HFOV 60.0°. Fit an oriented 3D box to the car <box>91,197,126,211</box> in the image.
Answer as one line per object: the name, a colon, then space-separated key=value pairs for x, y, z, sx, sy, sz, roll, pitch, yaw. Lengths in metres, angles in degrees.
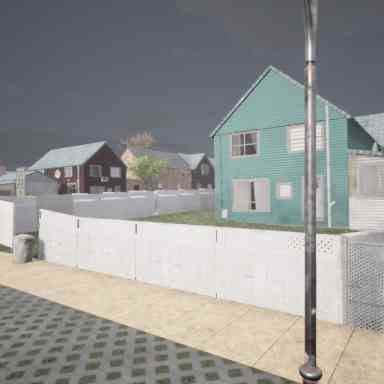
car: x=-7.542 y=0.953 z=28.693 sx=1.882 sy=1.535 sz=5.008 roll=-1 pitch=1 yaw=35

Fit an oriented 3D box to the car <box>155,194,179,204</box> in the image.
car: x=-1.972 y=0.693 z=36.619 sx=1.882 sy=1.535 sz=5.008 roll=-1 pitch=1 yaw=35

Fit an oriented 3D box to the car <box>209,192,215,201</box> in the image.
car: x=3.832 y=0.425 z=44.832 sx=1.882 sy=1.535 sz=5.008 roll=-1 pitch=1 yaw=35

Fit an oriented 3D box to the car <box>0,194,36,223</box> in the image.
car: x=-12.766 y=1.072 z=21.250 sx=2.097 sy=1.767 sz=4.553 roll=-1 pitch=1 yaw=35

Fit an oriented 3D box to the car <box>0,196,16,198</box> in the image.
car: x=-10.820 y=1.171 z=18.882 sx=2.128 sy=1.511 sz=4.902 roll=-1 pitch=1 yaw=35
